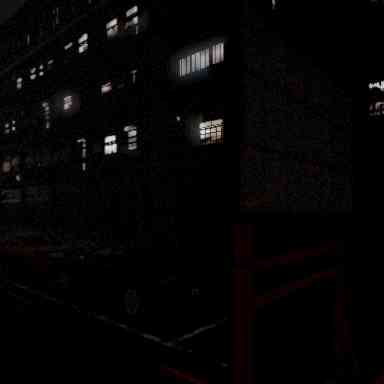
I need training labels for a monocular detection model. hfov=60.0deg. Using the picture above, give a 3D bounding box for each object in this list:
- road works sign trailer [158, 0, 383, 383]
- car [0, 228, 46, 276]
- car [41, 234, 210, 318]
[{"bbox_3d":[0.769,0.615,2.775,2.880,3.560,2.380,-1,-3,40],"label":"road works sign trailer"},{"bbox_3d":[-5.970,1.975,11.849,4.829,1.417,1.752,-1,-5,40],"label":"car"},{"bbox_3d":[-1.631,1.899,8.151,4.507,1.381,1.887,-1,-5,40],"label":"car"}]
